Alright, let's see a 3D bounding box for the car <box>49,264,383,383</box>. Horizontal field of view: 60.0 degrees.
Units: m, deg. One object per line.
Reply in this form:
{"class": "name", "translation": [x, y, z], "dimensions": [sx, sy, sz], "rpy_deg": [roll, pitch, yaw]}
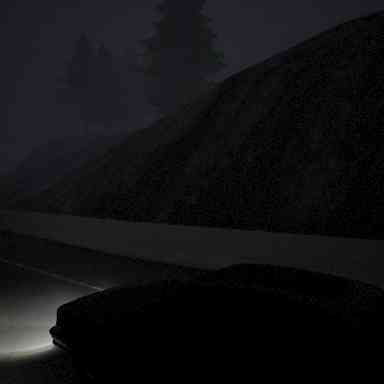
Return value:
{"class": "car", "translation": [0.709, 1.553, 3.549], "dimensions": [5.357, 1.411, 2.033], "rpy_deg": [0, 0, 36]}
